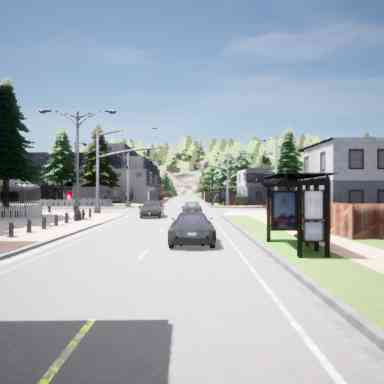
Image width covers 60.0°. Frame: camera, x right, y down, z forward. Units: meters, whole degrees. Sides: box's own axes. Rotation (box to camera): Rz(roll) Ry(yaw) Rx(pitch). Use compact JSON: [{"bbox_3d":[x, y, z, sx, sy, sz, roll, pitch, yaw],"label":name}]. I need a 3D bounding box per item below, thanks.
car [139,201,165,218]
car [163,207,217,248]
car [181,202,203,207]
[{"bbox_3d":[-3.500,1.558,29.660,1.837,1.490,4.892,0,0,0],"label":"car"},{"bbox_3d":[0.000,1.570,14.650,1.994,1.385,4.181,0,0,0],"label":"car"},{"bbox_3d":[0.000,1.561,29.650,2.033,1.411,5.357,0,0,0],"label":"car"}]
